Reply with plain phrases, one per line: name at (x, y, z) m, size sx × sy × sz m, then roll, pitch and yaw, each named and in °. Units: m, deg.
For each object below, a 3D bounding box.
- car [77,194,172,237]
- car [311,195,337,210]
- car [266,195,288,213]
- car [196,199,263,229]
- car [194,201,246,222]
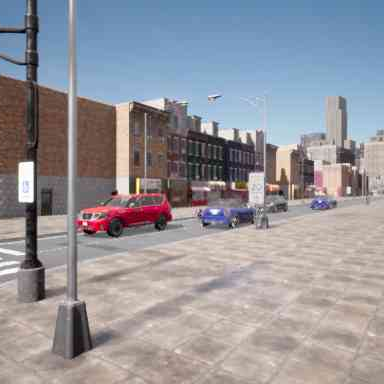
car at (-3.394, 1.118, 17.779) m, size 2.150 × 2.045 × 5.566 m, roll 0°, pitch 0°, yaw 35°
car at (15.865, 1.112, 39.742) m, size 2.097 × 1.767 × 4.553 m, roll 0°, pitch 0°, yaw 35°
car at (8.087, 1.140, 33.885) m, size 2.097 × 1.767 × 4.553 m, roll 0°, pitch 0°, yaw 36°
car at (2.554, 1.216, 21.053) m, size 2.097 × 1.767 × 4.553 m, roll 0°, pitch 0°, yaw 35°
car at (2.284, 1.436, 25.766) m, size 1.895 × 1.301 × 4.718 m, roll 0°, pitch 0°, yaw 35°
